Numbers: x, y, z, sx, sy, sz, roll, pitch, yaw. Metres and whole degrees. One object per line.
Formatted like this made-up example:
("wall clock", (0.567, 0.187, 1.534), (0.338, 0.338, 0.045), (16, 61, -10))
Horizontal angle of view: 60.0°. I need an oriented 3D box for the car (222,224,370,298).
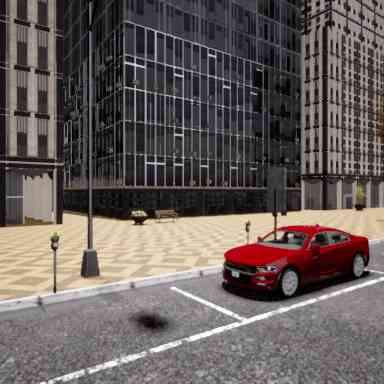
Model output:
("car", (2.775, 1.544, 8.528), (4.507, 1.381, 1.887), (0, 0, -35))
